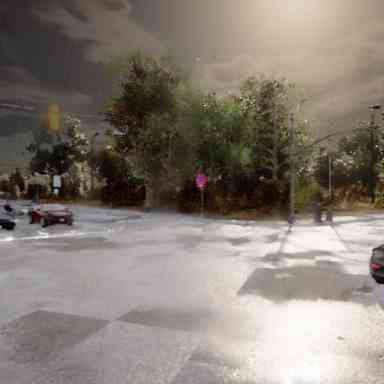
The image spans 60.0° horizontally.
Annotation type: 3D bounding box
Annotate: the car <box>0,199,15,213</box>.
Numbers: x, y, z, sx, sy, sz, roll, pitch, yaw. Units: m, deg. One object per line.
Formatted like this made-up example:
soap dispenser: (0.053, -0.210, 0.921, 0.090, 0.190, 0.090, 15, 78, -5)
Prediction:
car: (-21.913, 1.537, 37.925, 2.033, 1.411, 5.357, 0, 0, -39)

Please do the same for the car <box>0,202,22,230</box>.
car: (-12.280, 1.543, 20.320, 2.033, 1.411, 5.357, 0, 0, -39)

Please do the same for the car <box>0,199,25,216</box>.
car: (-15.463, 1.480, 29.879, 2.128, 1.511, 4.902, 0, 0, -39)

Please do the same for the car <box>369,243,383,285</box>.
car: (6.133, 1.505, 8.135, 4.674, 1.442, 1.812, 0, 0, -36)

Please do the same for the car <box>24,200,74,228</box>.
car: (-9.609, 1.466, 22.586, 1.882, 1.535, 5.008, 0, 0, -39)
